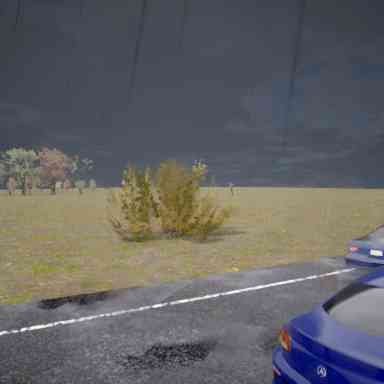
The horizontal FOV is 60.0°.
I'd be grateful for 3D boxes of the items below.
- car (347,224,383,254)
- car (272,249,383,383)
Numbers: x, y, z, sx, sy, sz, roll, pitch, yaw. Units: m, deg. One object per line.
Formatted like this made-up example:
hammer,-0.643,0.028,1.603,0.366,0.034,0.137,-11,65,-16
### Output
car,6.599,1.549,9.675,5.357,1.411,2.033,0,0,-35
car,2.994,1.526,3.705,4.674,1.442,1.812,0,0,-29
